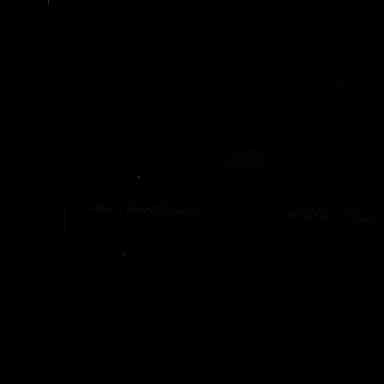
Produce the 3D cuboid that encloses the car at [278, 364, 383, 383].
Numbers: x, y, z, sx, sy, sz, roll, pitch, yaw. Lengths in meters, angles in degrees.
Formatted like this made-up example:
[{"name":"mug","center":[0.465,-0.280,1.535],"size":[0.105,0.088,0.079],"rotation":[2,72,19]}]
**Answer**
[{"name":"car","center":[2.275,1.542,1.100],"size":[4.507,1.381,1.887],"rotation":[0,0,36]}]
